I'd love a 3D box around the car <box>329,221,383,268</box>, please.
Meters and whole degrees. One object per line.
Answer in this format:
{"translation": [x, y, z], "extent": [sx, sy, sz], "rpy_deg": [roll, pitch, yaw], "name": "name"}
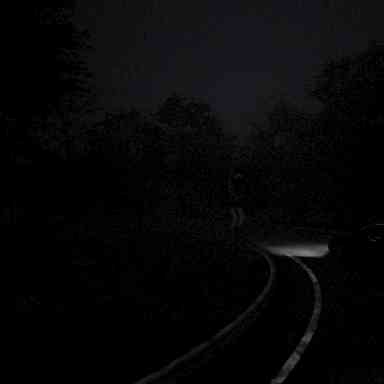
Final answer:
{"translation": [6.158, 1.567, 9.877], "extent": [1.837, 1.490, 4.892], "rpy_deg": [-4, 0, -15], "name": "car"}
